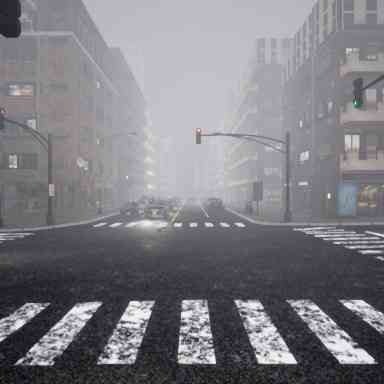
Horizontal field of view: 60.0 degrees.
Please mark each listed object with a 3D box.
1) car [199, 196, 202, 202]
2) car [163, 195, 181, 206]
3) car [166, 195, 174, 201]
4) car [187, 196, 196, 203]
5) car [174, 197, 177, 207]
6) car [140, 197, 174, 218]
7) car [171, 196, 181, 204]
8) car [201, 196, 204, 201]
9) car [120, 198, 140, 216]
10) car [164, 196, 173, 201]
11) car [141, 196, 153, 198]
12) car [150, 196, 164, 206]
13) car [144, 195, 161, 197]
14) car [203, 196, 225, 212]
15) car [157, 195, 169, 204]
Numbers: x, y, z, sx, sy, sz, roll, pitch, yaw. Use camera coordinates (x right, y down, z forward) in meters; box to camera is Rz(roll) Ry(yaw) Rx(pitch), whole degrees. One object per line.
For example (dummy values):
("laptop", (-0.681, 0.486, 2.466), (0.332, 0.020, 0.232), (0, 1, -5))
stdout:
("car", (2.609, 1.599, 54.957), (1.802, 1.307, 4.206), (0, 0, 0))
("car", (-3.162, 1.578, 49.924), (1.994, 1.385, 4.181), (0, 0, 0))
("car", (-5.823, 1.595, 89.037), (2.008, 1.369, 4.403), (0, 0, 0))
("car", (-0.061, 1.539, 70.634), (2.128, 1.511, 4.902), (0, 0, 0))
("car", (-3.158, 1.610, 39.946), (1.895, 1.301, 4.718), (0, 0, 0))
("car", (-3.136, 1.497, 30.647), (2.128, 1.511, 4.902), (0, 0, 1))
("car", (-3.095, 1.543, 65.016), (1.882, 1.535, 5.008), (0, 0, 0))
("car", (2.626, 1.451, 43.592), (1.967, 1.590, 4.097), (0, 0, 0))
("car", (-5.737, 1.572, 32.212), (1.947, 1.339, 4.313), (0, 0, 0))
("car", (-5.814, 1.589, 83.354), (2.008, 1.369, 4.403), (0, 0, 0))
("car", (-5.746, 1.534, 37.725), (1.752, 1.417, 4.829), (0, 0, 0))
("car", (-5.771, 1.457, 54.943), (1.967, 1.590, 4.097), (0, 0, 0))
("car", (-5.755, 1.326, 43.578), (2.192, 1.841, 5.009), (0, 0, 0))
("car", (2.634, 1.448, 37.910), (1.967, 1.590, 4.097), (0, 0, 0))
("car", (-5.788, 1.465, 66.308), (1.967, 1.590, 4.097), (0, 0, 0))
